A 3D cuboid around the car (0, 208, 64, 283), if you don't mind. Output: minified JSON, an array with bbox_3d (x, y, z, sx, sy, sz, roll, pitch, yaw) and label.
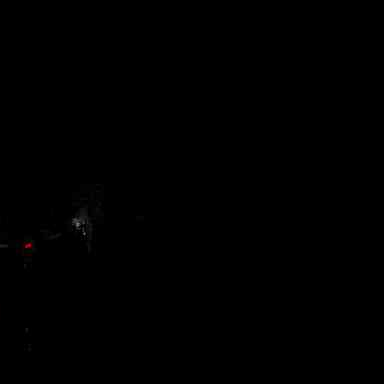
[{"bbox_3d":[-5.268,1.521,10.111,2.097,1.767,4.553,1,-2,-12],"label":"car"}]

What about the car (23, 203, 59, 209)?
[{"bbox_3d":[-10.690,1.808,23.225,2.150,2.045,5.566,1,-2,-10],"label":"car"}]

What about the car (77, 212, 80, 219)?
[{"bbox_3d":[-14.537,3.035,45.815,1.895,1.301,4.718,1,-2,-9],"label":"car"}]

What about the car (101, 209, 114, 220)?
[{"bbox_3d":[-11.244,2.928,43.338,2.033,1.411,5.357,1,-2,-9],"label":"car"}]
